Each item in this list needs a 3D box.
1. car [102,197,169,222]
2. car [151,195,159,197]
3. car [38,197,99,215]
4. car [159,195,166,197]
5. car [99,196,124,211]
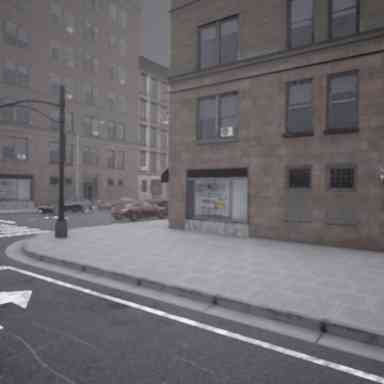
[{"bbox_3d":[-3.502,1.198,22.048,1.802,1.307,4.206,1,1,35],"label":"car"},{"bbox_3d":[-3.737,1.020,35.689,1.887,1.381,4.507,1,1,35],"label":"car"},{"bbox_3d":[-10.073,1.054,26.653,1.947,1.339,4.313,1,1,35],"label":"car"},{"bbox_3d":[-0.332,1.050,26.565,1.967,1.590,4.097,1,1,35],"label":"car"},{"bbox_3d":[-6.906,1.064,31.172,1.802,1.307,4.206,1,1,35],"label":"car"}]
